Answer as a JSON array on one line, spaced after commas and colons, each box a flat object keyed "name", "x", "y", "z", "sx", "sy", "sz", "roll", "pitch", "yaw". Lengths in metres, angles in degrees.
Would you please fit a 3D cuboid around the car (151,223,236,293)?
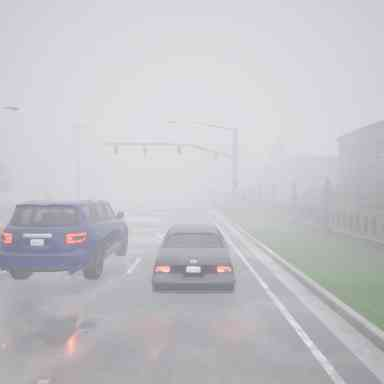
[{"name": "car", "x": 0.043, "y": 1.547, "z": 8.964, "sx": 2.033, "sy": 1.411, "sz": 5.357, "roll": 0, "pitch": 0, "yaw": 0}]

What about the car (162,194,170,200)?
[{"name": "car", "x": -7.150, "y": 1.385, "z": 92.989, "sx": 1.994, "sy": 1.385, "sz": 4.181, "roll": 0, "pitch": 0, "yaw": 0}]

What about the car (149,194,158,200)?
[{"name": "car", "x": -10.650, "y": 1.310, "z": 92.983, "sx": 1.882, "sy": 1.535, "sz": 5.008, "roll": 0, "pitch": 0, "yaw": 0}]

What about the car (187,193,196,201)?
[{"name": "car", "x": -0.133, "y": 1.217, "z": 82.611, "sx": 2.150, "sy": 2.045, "sz": 5.566, "roll": 0, "pitch": 0, "yaw": 0}]

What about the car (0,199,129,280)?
[{"name": "car", "x": -3.450, "y": 1.221, "z": 10.120, "sx": 2.150, "sy": 2.045, "sz": 5.566, "roll": 0, "pitch": 0, "yaw": 0}]

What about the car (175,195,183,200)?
[{"name": "car", "x": -3.650, "y": 1.428, "z": 93.025, "sx": 1.895, "sy": 1.301, "sz": 4.718, "roll": 0, "pitch": 0, "yaw": 0}]

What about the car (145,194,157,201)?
[{"name": "car", "x": -10.634, "y": 1.517, "z": 82.980, "sx": 1.812, "sy": 1.442, "sz": 4.674, "roll": 0, "pitch": 0, "yaw": 0}]

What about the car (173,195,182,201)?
[{"name": "car", "x": -3.633, "y": 1.469, "z": 82.575, "sx": 1.882, "sy": 1.535, "sz": 5.008, "roll": 0, "pitch": 0, "yaw": 0}]

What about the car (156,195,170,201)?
[{"name": "car", "x": -7.134, "y": 1.588, "z": 83.016, "sx": 1.895, "sy": 1.301, "sz": 4.718, "roll": 0, "pitch": 0, "yaw": 0}]
